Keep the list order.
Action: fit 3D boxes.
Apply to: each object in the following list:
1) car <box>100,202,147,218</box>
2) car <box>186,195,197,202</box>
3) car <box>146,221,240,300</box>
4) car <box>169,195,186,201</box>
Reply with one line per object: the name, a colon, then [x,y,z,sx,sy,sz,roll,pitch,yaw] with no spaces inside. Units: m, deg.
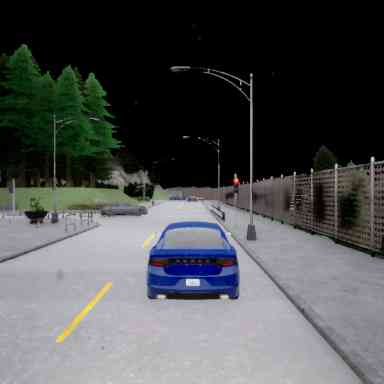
car: [-6.232,1.564,30.319,4.181,1.385,1.994,0,0,-21]
car: [0.023,1.524,76.889,1.812,1.442,4.674,0,0,0]
car: [0.037,1.478,8.457,1.882,1.535,5.008,0,0,1]
car: [-3.810,1.540,87.951,5.357,1.411,2.033,0,0,40]
